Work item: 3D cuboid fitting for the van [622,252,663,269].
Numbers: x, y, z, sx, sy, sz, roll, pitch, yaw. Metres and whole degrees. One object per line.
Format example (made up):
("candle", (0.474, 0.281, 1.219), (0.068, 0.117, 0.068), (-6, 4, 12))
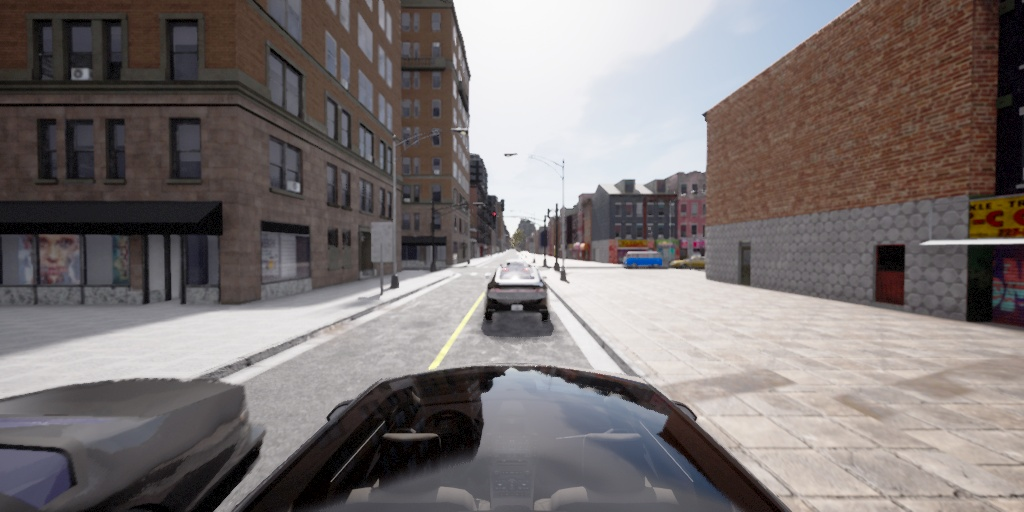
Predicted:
("van", (13.911, 0.454, 38.235), (3.998, 1.789, 1.690), (0, 0, 0))

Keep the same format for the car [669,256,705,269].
("car", (19.353, 0.638, 38.200), (4.829, 1.417, 1.751), (0, 0, 0))

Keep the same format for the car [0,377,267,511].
("car", (-2.857, 1.318, 0.414), (2.033, 1.411, 5.357), (0, 1, 0))

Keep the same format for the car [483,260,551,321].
("car", (0.146, 1.069, 11.595), (2.128, 1.511, 4.902), (0, 1, 0))
